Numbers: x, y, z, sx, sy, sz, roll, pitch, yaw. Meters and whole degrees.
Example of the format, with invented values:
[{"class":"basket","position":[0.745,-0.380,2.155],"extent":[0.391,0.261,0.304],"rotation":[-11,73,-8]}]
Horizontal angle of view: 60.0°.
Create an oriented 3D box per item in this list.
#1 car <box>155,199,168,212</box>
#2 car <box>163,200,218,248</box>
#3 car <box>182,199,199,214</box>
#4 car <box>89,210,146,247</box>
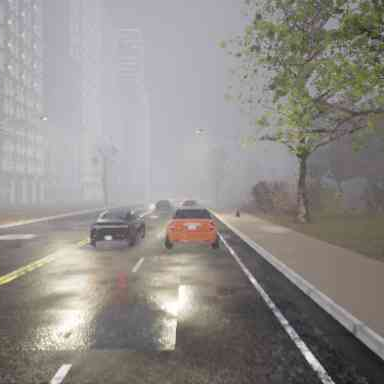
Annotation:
[{"class":"car","position":[-3.487,1.661,41.271],"extent":[1.882,1.535,5.008],"rotation":[0,0,-1]},{"class":"car","position":[-0.008,1.416,15.187],"extent":[2.097,1.767,4.553],"rotation":[0,0,0]},{"class":"car","position":[-0.221,1.646,39.553],"extent":[1.882,1.535,5.008],"rotation":[0,0,-1]},{"class":"car","position":[-3.257,1.566,15.305],"extent":[2.128,1.511,4.902],"rotation":[0,0,0]}]
